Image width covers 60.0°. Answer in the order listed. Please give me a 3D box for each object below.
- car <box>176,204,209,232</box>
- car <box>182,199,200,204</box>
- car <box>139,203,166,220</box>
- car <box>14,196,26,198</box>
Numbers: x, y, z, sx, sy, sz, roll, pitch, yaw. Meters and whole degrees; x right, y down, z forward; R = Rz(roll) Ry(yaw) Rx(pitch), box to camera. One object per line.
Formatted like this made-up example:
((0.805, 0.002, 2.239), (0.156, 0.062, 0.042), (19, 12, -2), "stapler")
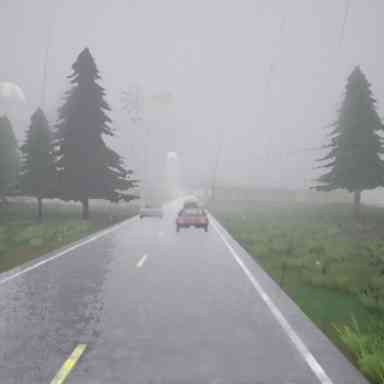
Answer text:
((0.011, 1.638, 20.570), (1.895, 1.301, 4.718), (0, 0, 0), "car")
((-0.076, 1.575, 39.292), (1.837, 1.490, 4.892), (0, 0, 0), "car")
((-3.426, 1.665, 29.260), (1.895, 1.301, 4.718), (0, 0, 0), "car")
((-34.390, 1.575, 66.219), (1.851, 1.617, 3.988), (0, 0, 0), "car")
